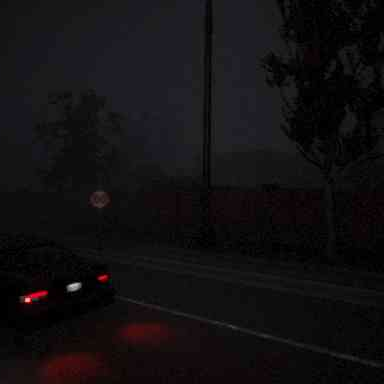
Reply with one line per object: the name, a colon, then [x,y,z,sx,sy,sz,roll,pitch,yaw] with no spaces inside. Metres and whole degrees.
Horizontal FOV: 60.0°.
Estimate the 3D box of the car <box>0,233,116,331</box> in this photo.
car: [-3.930,1.587,6.797,5.357,1.411,2.033,0,0,36]
